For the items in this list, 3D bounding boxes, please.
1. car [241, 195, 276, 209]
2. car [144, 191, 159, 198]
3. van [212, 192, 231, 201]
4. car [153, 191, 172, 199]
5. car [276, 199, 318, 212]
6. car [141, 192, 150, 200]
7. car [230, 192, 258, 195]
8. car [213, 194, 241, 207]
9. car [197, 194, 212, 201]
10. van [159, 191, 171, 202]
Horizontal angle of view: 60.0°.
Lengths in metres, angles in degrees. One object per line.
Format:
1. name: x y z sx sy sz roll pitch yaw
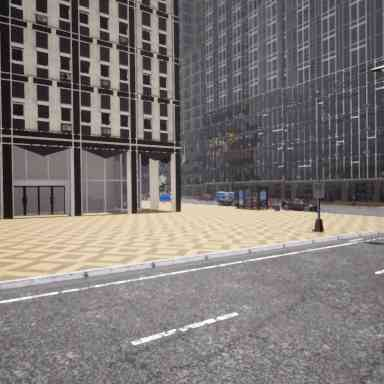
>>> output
1. car: 8.424 1.386 40.444 1.802 1.307 4.206 -1 1 -34
2. car: -10.176 0.684 82.789 1.967 1.590 4.097 0 1 -34
3. van: 5.834 0.853 59.309 1.690 1.788 3.998 -1 1 -34
4. car: -6.974 0.613 78.092 2.192 1.841 5.009 0 1 -34
5. car: 11.612 1.422 35.737 1.947 1.339 4.313 -1 1 -34
6. car: -10.695 1.038 68.679 2.008 1.369 4.403 0 1 -34
7. car: 8.516 0.984 50.763 2.097 1.767 4.553 -1 1 -34
8. car: 5.270 1.318 45.172 1.947 1.339 4.313 -1 1 -34
9. car: 2.633 1.041 64.008 1.802 1.307 4.206 -1 1 -34
10. van: -4.291 0.936 59.285 1.690 1.788 3.998 0 1 -34
